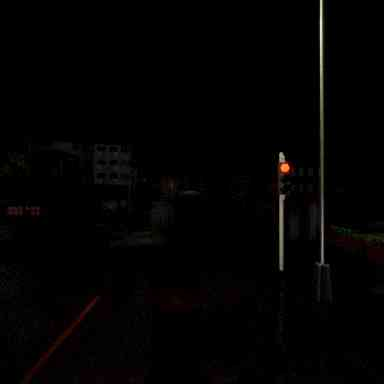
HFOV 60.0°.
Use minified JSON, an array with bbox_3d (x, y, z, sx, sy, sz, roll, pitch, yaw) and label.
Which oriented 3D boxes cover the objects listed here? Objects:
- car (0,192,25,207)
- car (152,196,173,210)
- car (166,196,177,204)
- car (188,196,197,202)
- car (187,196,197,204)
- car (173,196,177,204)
[{"bbox_3d":[-19.715,0.985,35.000,1.905,1.878,3.866,0,0,35],"label":"car"},{"bbox_3d":[-4.047,1.491,43.086,2.128,1.511,4.902,0,0,0],"label":"car"},{"bbox_3d":[-3.959,1.477,65.400,1.882,1.535,5.008,0,0,0],"label":"car"},{"bbox_3d":[0.095,1.583,76.796,1.895,1.301,4.718,0,0,0],"label":"car"},{"bbox_3d":[0.082,1.547,66.201,2.033,1.411,5.357,0,0,0],"label":"car"},{"bbox_3d":[-4.028,1.491,53.050,2.128,1.511,4.902,0,0,0],"label":"car"}]
